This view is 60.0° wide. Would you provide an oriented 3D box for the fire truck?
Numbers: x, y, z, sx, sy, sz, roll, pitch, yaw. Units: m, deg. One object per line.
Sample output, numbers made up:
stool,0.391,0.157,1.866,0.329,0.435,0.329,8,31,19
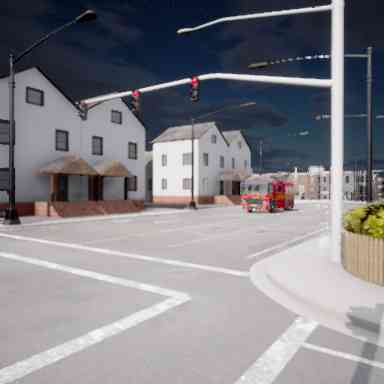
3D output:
fire truck,8.512,0.272,36.146,2.891,3.827,8.468,0,0,35
